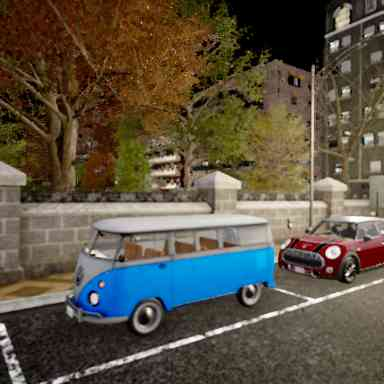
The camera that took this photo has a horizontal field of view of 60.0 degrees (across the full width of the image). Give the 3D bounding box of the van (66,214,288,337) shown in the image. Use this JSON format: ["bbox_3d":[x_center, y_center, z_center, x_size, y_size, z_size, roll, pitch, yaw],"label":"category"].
[{"bbox_3d":[-0.187,1.356,6.408,3.998,1.788,1.690,0,1,-35],"label":"van"}]

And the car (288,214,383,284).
[{"bbox_3d":[4.386,1.477,9.662,4.097,1.590,1.967,0,1,-35],"label":"car"}]
